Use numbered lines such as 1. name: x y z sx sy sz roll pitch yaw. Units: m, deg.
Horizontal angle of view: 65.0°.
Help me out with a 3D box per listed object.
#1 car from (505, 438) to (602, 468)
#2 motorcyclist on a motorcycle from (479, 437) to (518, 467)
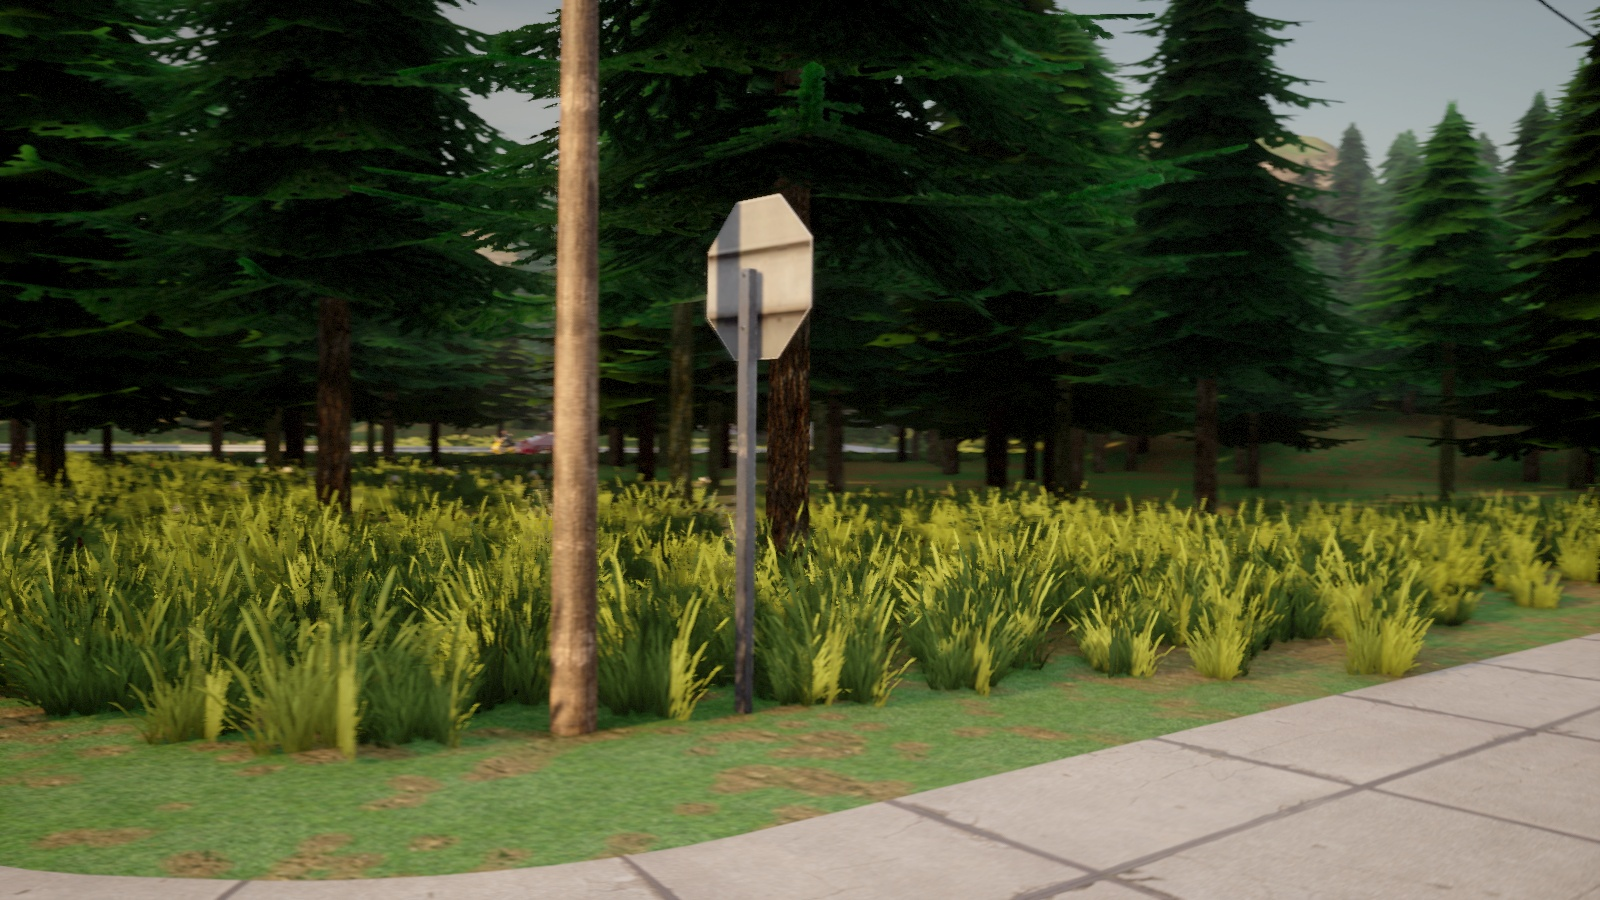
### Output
1. car: -12.915 0.139 65.918 4.674 1.442 1.812 -1 1 -42
2. motorcyclist on a motorcycle: -16.235 0.078 67.646 1.817 1.590 0.866 -1 1 -42
